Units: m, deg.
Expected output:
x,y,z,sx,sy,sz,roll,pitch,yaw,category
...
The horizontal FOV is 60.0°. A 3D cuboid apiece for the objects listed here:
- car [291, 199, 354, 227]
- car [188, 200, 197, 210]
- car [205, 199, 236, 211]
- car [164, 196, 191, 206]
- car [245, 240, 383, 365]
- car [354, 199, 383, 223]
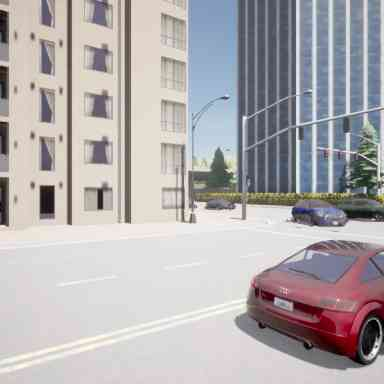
x,y,z,sx,sy,sz,roll,pitch,yaw,category
8.636,1.351,22.900,2.097,1.767,4.553,0,0,-8,car
-1.543,1.547,41.743,2.033,1.411,5.357,0,0,-35,car
3.456,1.564,40.683,1.994,1.385,4.181,0,0,-35,car
-2.446,1.491,55.648,2.128,1.511,4.902,0,0,-35,car
2.947,1.564,5.881,4.181,1.385,1.994,0,0,-35,car
13.708,1.351,25.929,2.097,1.767,4.553,0,0,-35,car
